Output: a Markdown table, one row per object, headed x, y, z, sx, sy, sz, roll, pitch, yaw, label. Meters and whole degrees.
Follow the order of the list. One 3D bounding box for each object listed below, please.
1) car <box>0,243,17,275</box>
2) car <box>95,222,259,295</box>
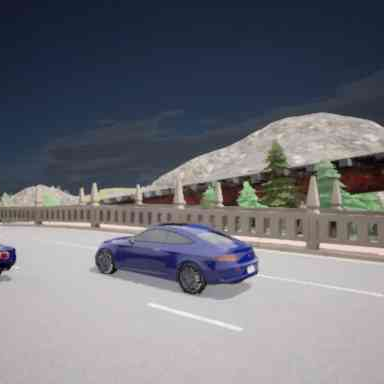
| x | y | z | sx | sy | sz | roll | pitch | yaw | label |
| --- | --- | --- | --- | --- | --- | --- | --- | --- | --- |
| -6.769 | 1.578 | 8.946 | 4.718 | 1.301 | 1.895 | 0 | 0 | 36 | car |
| -0.549 | 1.533 | 8.740 | 4.674 | 1.442 | 1.812 | 0 | 0 | 36 | car |
